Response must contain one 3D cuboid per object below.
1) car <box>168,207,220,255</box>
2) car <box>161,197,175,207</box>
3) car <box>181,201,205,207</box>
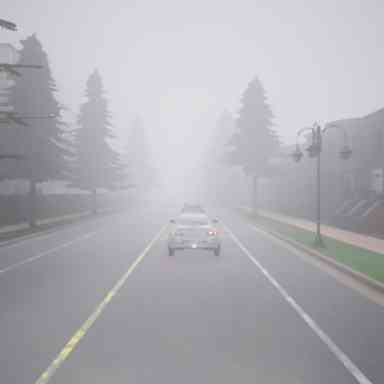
[{"bbox_3d":[0.073,1.529,13.214,1.812,1.442,4.674,0,0,0],"label":"car"},{"bbox_3d":[-3.578,1.537,50.011,1.812,1.442,4.674,0,0,0],"label":"car"},{"bbox_3d":[0.069,1.499,27.619,2.128,1.511,4.902,0,0,0],"label":"car"}]
